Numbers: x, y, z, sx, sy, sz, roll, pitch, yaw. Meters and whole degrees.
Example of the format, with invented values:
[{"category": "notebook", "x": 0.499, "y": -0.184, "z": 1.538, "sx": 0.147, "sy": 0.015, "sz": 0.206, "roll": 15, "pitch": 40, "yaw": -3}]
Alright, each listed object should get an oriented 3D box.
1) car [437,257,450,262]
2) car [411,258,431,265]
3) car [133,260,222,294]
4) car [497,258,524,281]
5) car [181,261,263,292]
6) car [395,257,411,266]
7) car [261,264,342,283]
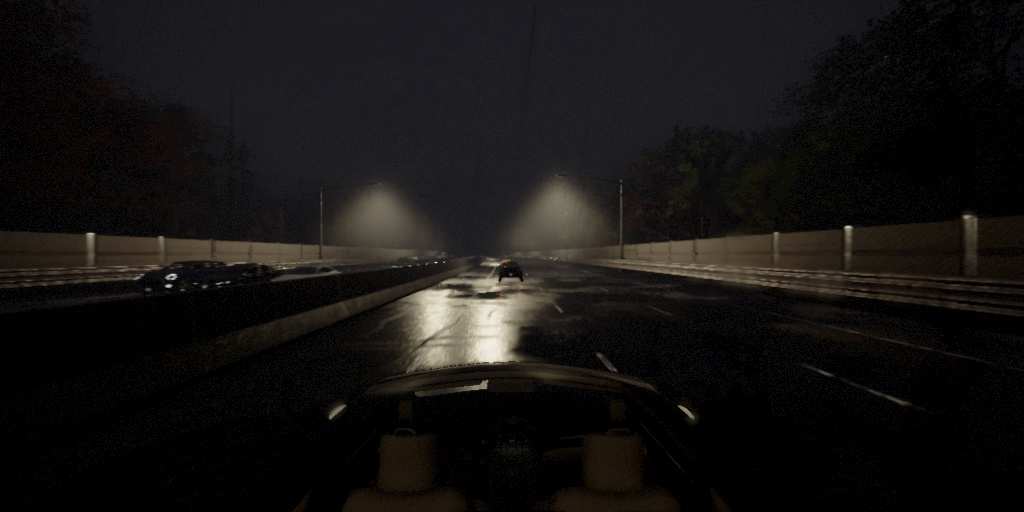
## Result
[{"category": "car", "x": -11.470, "y": 0.971, "z": 60.391, "sx": 1.812, "sy": 1.442, "sz": 4.674, "roll": 0, "pitch": 0, "yaw": -1}, {"category": "car", "x": -14.969, "y": 1.013, "z": 60.285, "sx": 1.994, "sy": 1.385, "sz": 4.181, "roll": 0, "pitch": 0, "yaw": -1}, {"category": "car", "x": -17.681, "y": 1.029, "z": 19.645, "sx": 2.097, "sy": 1.767, "sz": 4.553, "roll": 0, "pitch": 0, "yaw": 0}, {"category": "car", "x": -0.098, "y": 1.137, "z": 27.893, "sx": 1.812, "sy": 1.442, "sz": 4.674, "roll": 0, "pitch": 0, "yaw": -1}, {"category": "car", "x": -14.175, "y": 1.181, "z": 18.923, "sx": 1.837, "sy": 1.490, "sz": 4.892, "roll": 0, "pitch": 0, "yaw": 0}, {"category": "car", "x": -18.500, "y": 0.943, "z": 61.447, "sx": 1.837, "sy": 1.490, "sz": 4.892, "roll": 0, "pitch": 0, "yaw": -1}, {"category": "car", "x": -10.676, "y": 1.197, "z": 18.998, "sx": 1.812, "sy": 1.442, "sz": 4.674, "roll": 0, "pitch": 0, "yaw": 0}]
